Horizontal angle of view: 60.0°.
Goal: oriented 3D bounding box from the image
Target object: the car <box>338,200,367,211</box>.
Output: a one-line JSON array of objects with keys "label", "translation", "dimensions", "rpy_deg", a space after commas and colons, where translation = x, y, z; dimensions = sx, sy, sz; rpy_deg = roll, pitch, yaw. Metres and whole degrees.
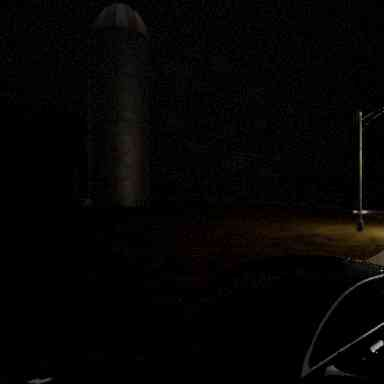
[{"label": "car", "translation": [22.150, 1.778, 46.154], "dimensions": [2.033, 1.411, 5.357], "rpy_deg": [0, 0, 1]}]

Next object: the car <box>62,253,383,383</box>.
[{"label": "car", "translation": [1.092, 1.538, 3.586], "dimensions": [4.892, 1.490, 1.837], "rpy_deg": [1, 0, -39]}]
